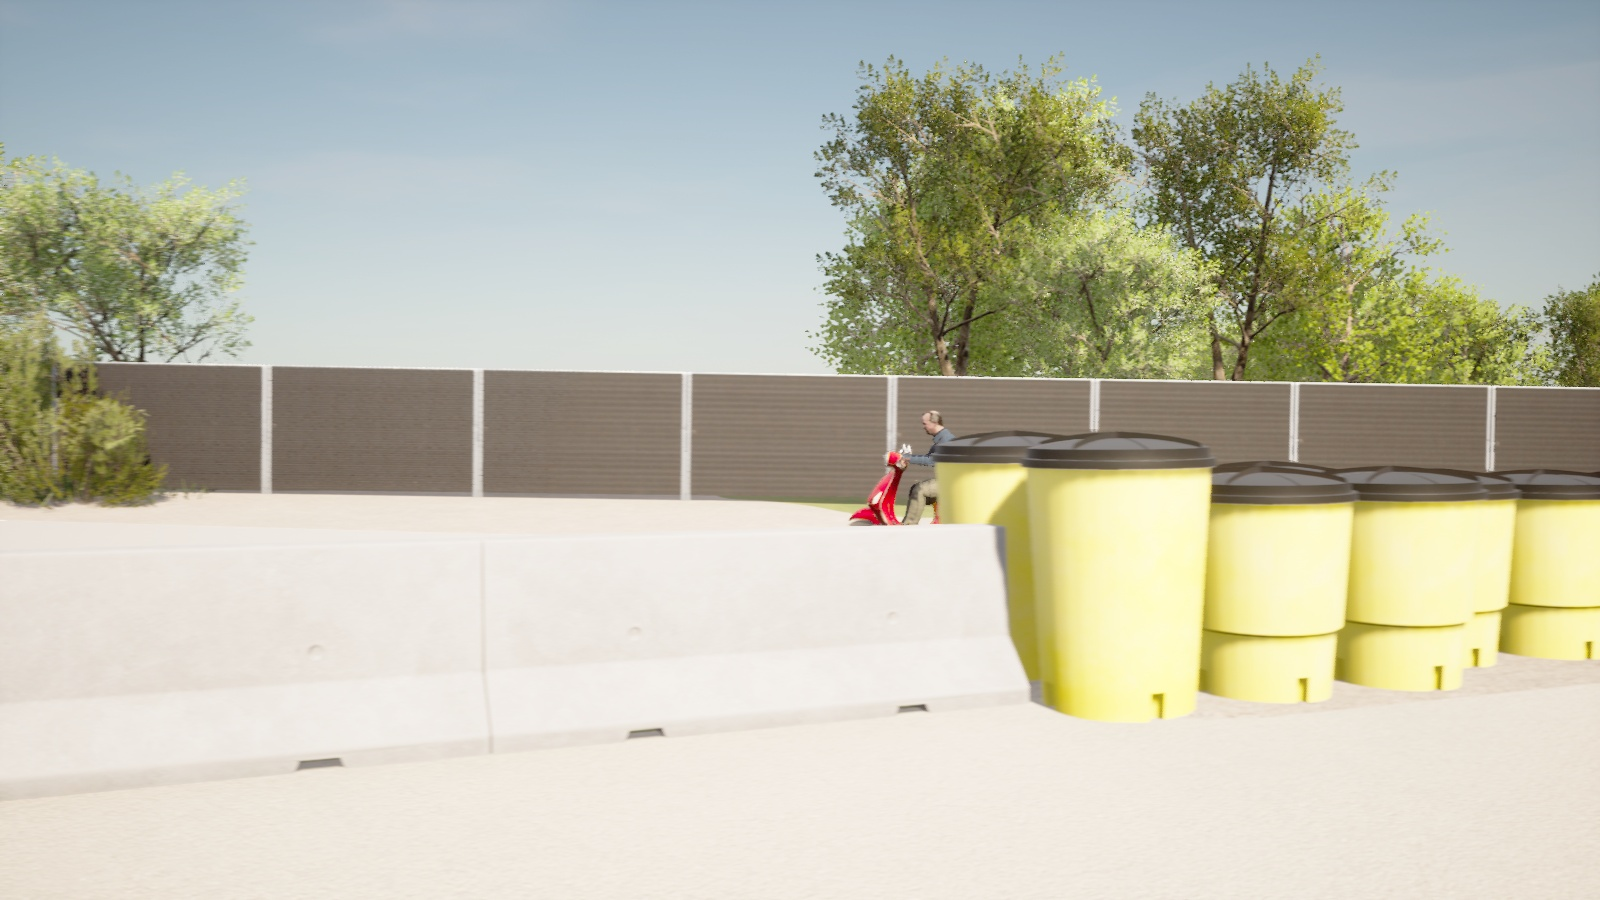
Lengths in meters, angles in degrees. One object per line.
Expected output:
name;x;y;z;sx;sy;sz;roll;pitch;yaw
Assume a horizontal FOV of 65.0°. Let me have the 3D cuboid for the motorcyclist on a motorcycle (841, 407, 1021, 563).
motorcyclist on a motorcycle;1.346;0.351;13.212;1.817;1.590;0.866;0;1;1
